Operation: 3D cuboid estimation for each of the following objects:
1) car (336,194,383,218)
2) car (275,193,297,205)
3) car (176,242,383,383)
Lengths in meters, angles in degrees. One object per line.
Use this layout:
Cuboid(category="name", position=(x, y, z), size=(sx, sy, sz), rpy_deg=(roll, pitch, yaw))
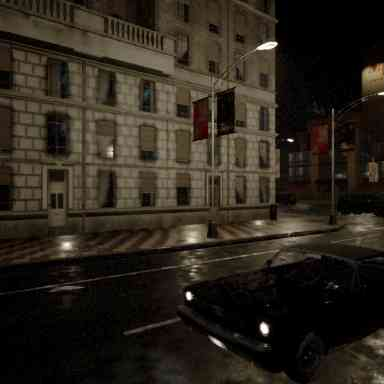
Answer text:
Cuboid(category="car", position=(16.049, 1.224, 30.506), size=(2.150, 2.045, 5.566), rpy_deg=(0, 0, -32))
Cuboid(category="car", position=(15.441, 1.222, 57.490), size=(2.150, 2.045, 5.566), rpy_deg=(0, 0, -37))
Cuboid(category="car", position=(2.114, 1.601, 5.529), size=(4.718, 1.301, 1.895), rpy_deg=(0, 0, -36))
